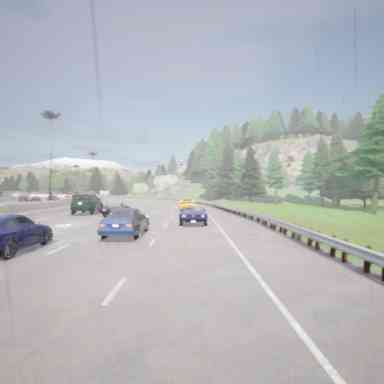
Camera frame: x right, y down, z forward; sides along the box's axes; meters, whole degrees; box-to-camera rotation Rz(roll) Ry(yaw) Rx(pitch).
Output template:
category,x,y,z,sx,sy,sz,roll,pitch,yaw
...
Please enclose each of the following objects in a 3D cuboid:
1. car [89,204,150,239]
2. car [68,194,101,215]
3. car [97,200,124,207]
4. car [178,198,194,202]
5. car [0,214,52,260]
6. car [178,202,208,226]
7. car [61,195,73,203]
category,x,y,z,sx,sy,sz,roll,pitch,yaw
car,-3.408,1.548,17.305,2.033,1.411,5.357,0,0,0
car,-10.723,1.223,34.098,2.150,2.045,5.566,0,0,-3
car,-7.090,1.602,31.136,1.895,1.301,4.718,0,0,-2
car,-0.703,1.479,41.443,1.882,1.535,5.008,0,0,-4
car,-6.906,1.526,12.341,1.812,1.442,4.674,0,0,0
car,0.069,1.602,23.581,1.895,1.301,4.718,0,0,0
car,-27.224,1.481,72.696,1.882,1.535,5.008,0,0,-15
